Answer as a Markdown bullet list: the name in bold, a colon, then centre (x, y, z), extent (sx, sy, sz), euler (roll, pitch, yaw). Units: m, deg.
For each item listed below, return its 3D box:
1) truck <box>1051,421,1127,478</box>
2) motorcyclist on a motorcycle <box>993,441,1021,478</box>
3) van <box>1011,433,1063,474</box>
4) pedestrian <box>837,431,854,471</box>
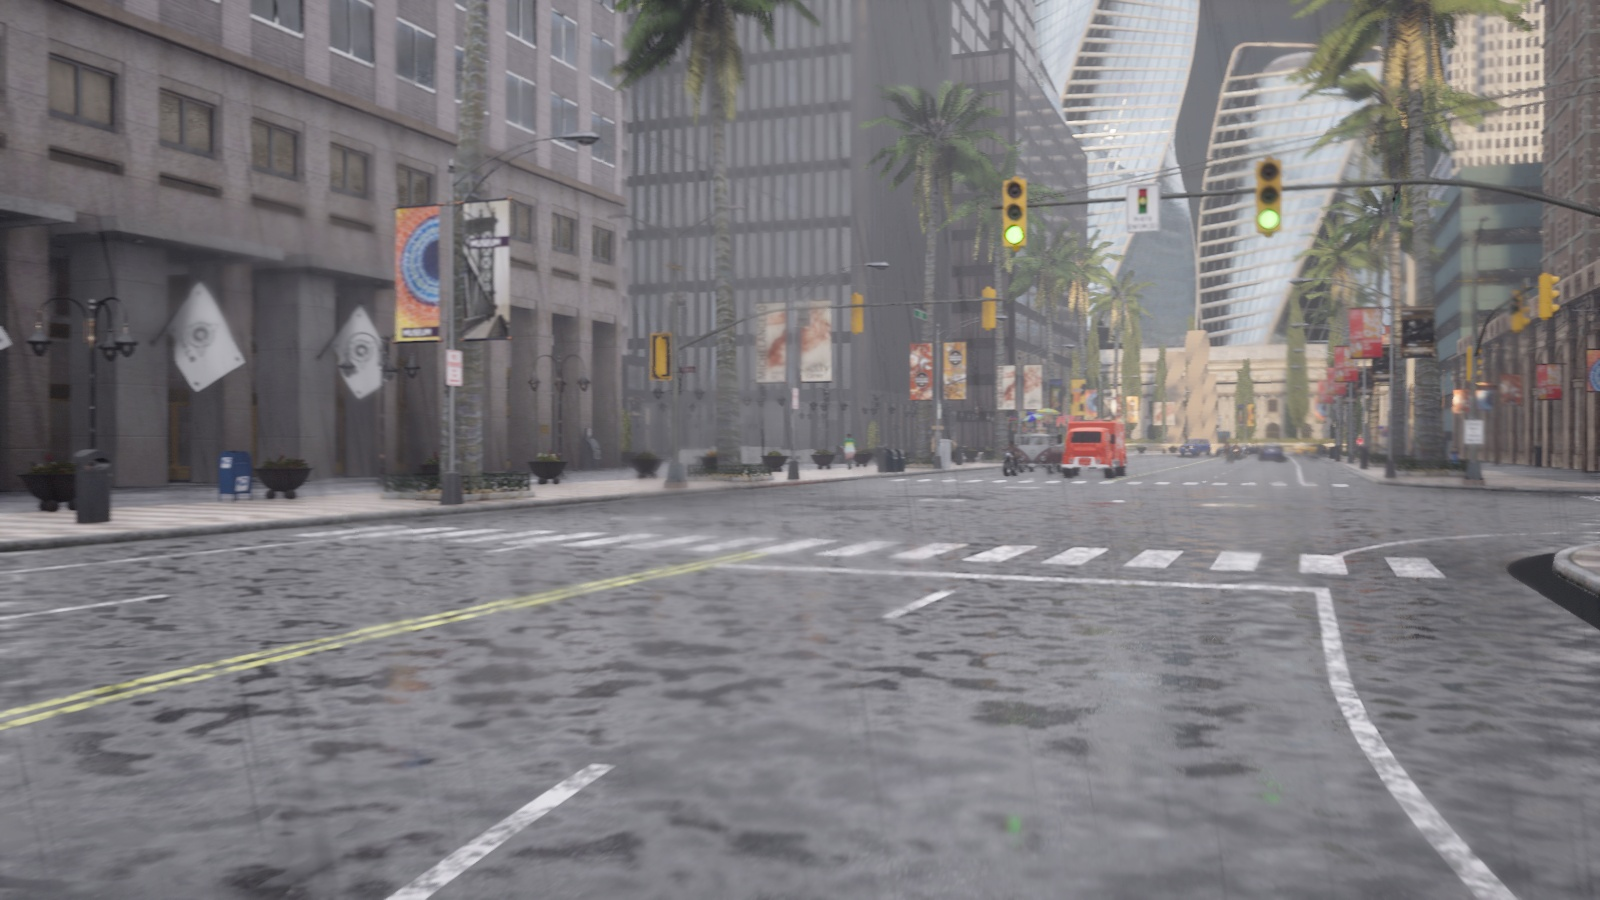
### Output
- **truck**: centre (13.150, -0.032, 56.925), extent (2.627, 2.467, 5.204), euler (0, 0, 21)
- **motorcyclist on a motorcycle**: centre (9.401, 0.396, 56.913), extent (0.766, 1.649, 2.350), euler (0, 1, 22)
- **van**: centre (12.052, 0.166, 63.715), extent (1.775, 1.987, 4.442), euler (0, 0, 21)
- **pedestrian**: centre (2.274, 0.055, 62.340), extent (0.659, 1.952, 0.873), euler (0, 0, 14)
